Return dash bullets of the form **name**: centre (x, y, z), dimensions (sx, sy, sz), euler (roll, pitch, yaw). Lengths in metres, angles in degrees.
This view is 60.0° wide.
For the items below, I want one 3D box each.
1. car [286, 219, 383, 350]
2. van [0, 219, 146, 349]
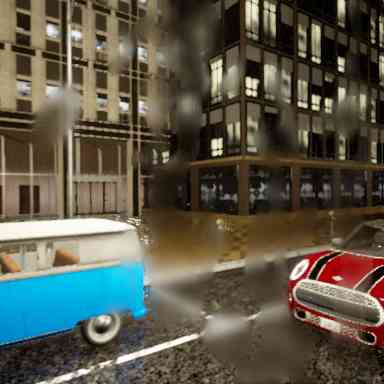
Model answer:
- **car**: centre (3.815, 1.302, 6.085), dimensions (4.553, 1.767, 2.097), euler (-1, 0, -35)
- **van**: centre (-2.629, 1.337, 4.687), dimensions (3.998, 1.788, 1.690), euler (-1, 0, -35)
